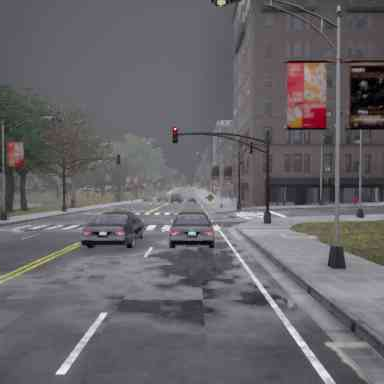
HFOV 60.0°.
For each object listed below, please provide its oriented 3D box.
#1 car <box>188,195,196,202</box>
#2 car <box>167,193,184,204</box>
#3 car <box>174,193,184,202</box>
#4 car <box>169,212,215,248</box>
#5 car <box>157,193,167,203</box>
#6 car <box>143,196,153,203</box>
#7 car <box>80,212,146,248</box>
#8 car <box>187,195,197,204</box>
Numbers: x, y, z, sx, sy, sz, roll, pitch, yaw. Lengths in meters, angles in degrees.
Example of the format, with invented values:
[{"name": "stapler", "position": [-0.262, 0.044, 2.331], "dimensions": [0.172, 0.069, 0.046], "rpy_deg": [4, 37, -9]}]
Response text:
[{"name": "car", "position": [0.001, 1.563, 82.880], "dimensions": [1.837, 1.490, 4.892], "rpy_deg": [0, 0, 0]}, {"name": "car", "position": [-3.249, 1.378, 67.081], "dimensions": [2.150, 2.045, 5.566], "rpy_deg": [0, 0, 0]}, {"name": "car", "position": [-3.249, 1.288, 82.910], "dimensions": [2.150, 2.045, 5.566], "rpy_deg": [0, 0, 0]}, {"name": "car", "position": [0.000, 1.565, 14.654], "dimensions": [2.033, 1.411, 5.357], "rpy_deg": [0, 0, 0]}, {"name": "car", "position": [-6.499, 1.331, 74.100], "dimensions": [2.150, 2.045, 5.566], "rpy_deg": [0, 0, 0]}, {"name": "car", "position": [-9.749, 1.645, 74.129], "dimensions": [2.033, 1.411, 5.357], "rpy_deg": [0, 0, 0]}, {"name": "car", "position": [-3.250, 1.565, 14.654], "dimensions": [2.033, 1.411, 5.357], "rpy_deg": [0, 0, 0]}, {"name": "car", "position": [0.001, 1.637, 67.052], "dimensions": [1.837, 1.490, 4.892], "rpy_deg": [0, 0, 0]}]
